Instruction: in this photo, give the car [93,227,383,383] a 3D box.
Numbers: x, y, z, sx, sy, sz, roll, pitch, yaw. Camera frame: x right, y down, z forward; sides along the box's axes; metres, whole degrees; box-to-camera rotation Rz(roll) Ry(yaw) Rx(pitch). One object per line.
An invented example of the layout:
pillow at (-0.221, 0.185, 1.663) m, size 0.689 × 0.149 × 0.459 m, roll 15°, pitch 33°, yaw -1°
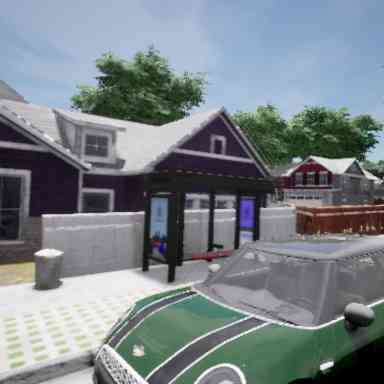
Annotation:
car at (1.229, 1.374, 3.930) m, size 4.553 × 1.767 × 2.097 m, roll 1°, pitch 0°, yaw -35°
